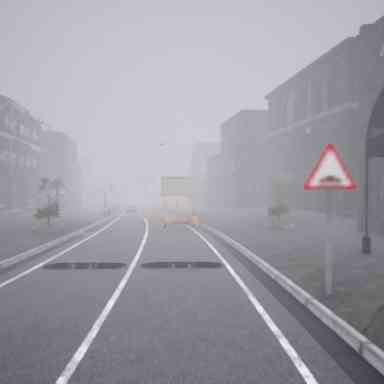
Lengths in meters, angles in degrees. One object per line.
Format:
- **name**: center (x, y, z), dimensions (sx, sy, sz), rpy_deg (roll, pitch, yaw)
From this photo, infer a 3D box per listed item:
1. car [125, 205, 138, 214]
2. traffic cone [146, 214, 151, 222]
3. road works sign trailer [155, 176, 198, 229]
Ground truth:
- **car**: center (-10.600, 2.992, 57.967), dimensions (1.837, 1.490, 4.892), rpy_deg (0, -1, -10)
- **traffic cone**: center (-3.949, 2.439, 30.533), dimensions (0.340, 0.580, 0.340), rpy_deg (0, -2, -9)
- **road works sign trailer**: center (-1.066, 0.697, 23.301), dimensions (2.380, 3.560, 2.880), rpy_deg (1, -3, -18)
